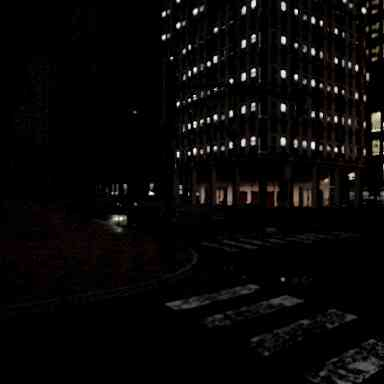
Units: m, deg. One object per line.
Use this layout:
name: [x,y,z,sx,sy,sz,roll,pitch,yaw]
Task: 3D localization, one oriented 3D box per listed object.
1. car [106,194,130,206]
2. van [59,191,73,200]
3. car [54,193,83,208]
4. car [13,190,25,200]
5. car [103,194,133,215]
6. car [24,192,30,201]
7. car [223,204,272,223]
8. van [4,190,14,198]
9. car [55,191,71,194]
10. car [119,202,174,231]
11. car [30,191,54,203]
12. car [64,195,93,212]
car: [-10.656,1.086,47.817,1.967,1.590,4.097,1,0,-34]
van: [-26.714,0.676,70.239,1.690,1.788,3.998,1,0,-37]
car: [-14.300,1.185,38.506,1.752,1.417,4.829,1,0,-33]
car: [-33.538,0.719,65.956,1.967,1.590,4.097,1,0,-37]
car: [-6.790,1.135,31.514,2.097,1.767,4.553,0,0,-32]
car: [-26.852,0.935,56.858,1.752,1.417,4.829,1,0,-35]
car: [4.051,1.522,24.597,1.802,1.307,4.206,1,0,-32]
van: [-40.277,0.491,74.744,1.690,1.788,3.998,1,0,-38]
car: [-18.764,1.053,50.021,1.837,1.490,4.892,0,0,-34]
car: [-2.605,1.479,19.958,1.802,1.307,4.206,1,0,-32]
car: [-23.733,1.016,52.463,1.887,1.381,4.507,1,0,-35]
car: [-11.388,1.300,33.985,1.802,1.307,4.206,1,0,-32]
